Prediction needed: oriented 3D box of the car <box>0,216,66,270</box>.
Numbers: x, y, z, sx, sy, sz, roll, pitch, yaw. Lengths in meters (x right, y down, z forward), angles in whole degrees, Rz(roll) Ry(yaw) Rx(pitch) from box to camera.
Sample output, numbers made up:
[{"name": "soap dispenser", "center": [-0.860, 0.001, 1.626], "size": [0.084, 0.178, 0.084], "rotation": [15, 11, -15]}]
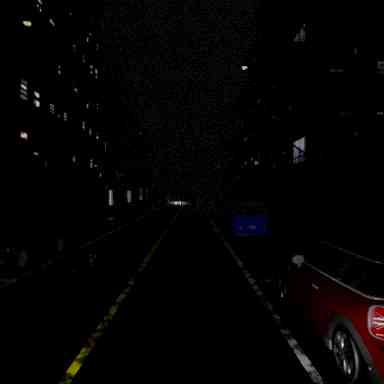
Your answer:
[{"name": "car", "center": [-5.689, 1.542, 11.010], "size": [1.887, 1.381, 4.507], "rotation": [0, 0, 0]}]

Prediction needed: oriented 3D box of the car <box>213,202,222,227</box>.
[{"name": "car", "center": [2.691, 1.560, 22.280], "size": [1.947, 1.339, 4.313], "rotation": [0, 0, 0]}]

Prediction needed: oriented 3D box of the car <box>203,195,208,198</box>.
[{"name": "car", "center": [2.693, 1.295, 50.461], "size": [2.192, 1.841, 5.009], "rotation": [0, 0, 0]}]

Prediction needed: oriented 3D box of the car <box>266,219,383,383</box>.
[{"name": "car", "center": [2.692, 1.439, 5.370], "size": [1.967, 1.590, 4.097], "rotation": [0, 0, 0]}]

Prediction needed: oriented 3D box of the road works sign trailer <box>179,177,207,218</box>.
[{"name": "road works sign trailer", "center": [0.000, 0.455, 29.685], "size": [2.380, 3.560, 2.880], "rotation": [0, 0, 0]}]

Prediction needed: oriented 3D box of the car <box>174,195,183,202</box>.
[{"name": "car", "center": [-3.001, 1.445, 75.959], "size": [2.128, 1.511, 4.902], "rotation": [0, 0, 0]}]

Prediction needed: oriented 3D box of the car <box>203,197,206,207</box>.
[{"name": "car", "center": [2.692, 1.537, 39.188], "size": [2.008, 1.369, 4.403], "rotation": [0, 0, 0]}]

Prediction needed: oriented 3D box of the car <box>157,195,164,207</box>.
[{"name": "car", "center": [-5.689, 1.505, 50.295], "size": [1.752, 1.417, 4.829], "rotation": [0, 0, 0]}]

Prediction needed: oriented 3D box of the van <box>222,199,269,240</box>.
[{"name": "van", "center": [2.692, 1.337, 16.643], "size": [1.690, 1.788, 3.998], "rotation": [0, 0, 0]}]

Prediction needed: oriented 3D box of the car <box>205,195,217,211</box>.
[{"name": "car", "center": [2.692, 1.429, 33.553], "size": [1.967, 1.590, 4.097], "rotation": [0, 0, 0]}]

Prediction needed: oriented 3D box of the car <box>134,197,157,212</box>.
[{"name": "car", "center": [-5.689, 1.552, 39.191], "size": [1.947, 1.339, 4.313], "rotation": [0, 0, 0]}]

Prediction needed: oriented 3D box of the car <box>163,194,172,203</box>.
[{"name": "car", "center": [-5.689, 1.408, 67.375], "size": [1.967, 1.590, 4.097], "rotation": [0, 0, 0]}]

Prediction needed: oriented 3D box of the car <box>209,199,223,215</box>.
[{"name": "car", "center": [2.692, 1.536, 27.916], "size": [1.887, 1.381, 4.507], "rotation": [0, 0, 0]}]

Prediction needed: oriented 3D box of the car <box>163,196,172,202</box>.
[{"name": "car", "center": [-5.690, 1.541, 78.648], "size": [1.802, 1.307, 4.206], "rotation": [0, 0, 0]}]

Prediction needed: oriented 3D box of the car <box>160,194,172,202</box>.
[{"name": "car", "center": [-5.688, 1.278, 73.011], "size": [2.192, 1.841, 5.009], "rotation": [0, 0, 0]}]
